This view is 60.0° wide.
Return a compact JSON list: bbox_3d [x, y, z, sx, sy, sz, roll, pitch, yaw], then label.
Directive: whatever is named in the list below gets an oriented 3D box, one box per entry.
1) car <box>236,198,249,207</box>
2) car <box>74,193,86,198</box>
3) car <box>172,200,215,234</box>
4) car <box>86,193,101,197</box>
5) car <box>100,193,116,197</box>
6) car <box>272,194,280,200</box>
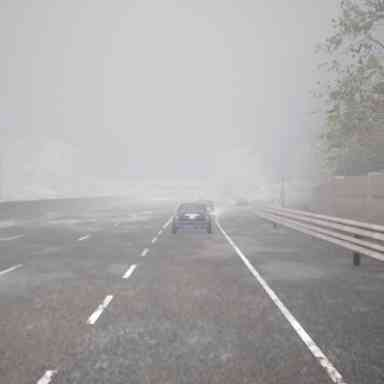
[{"bbox_3d":[9.543,1.864,60.549,2.097,1.767,4.553,0,-1,26],"label":"car"},{"bbox_3d":[-27.988,1.169,83.972,2.150,2.045,5.566,0,0,0],"label":"car"},{"bbox_3d":[0.030,1.334,19.356,2.097,1.767,4.553,0,0,1],"label":"car"},{"bbox_3d":[-24.488,1.299,84.032,2.097,1.767,4.553,0,0,0],"label":"car"},{"bbox_3d":[-20.988,1.496,84.001,1.994,1.385,4.181,0,0,0],"label":"car"},{"bbox_3d":[22.839,1.763,90.517,1.812,1.442,4.674,0,3,20],"label":"car"}]
